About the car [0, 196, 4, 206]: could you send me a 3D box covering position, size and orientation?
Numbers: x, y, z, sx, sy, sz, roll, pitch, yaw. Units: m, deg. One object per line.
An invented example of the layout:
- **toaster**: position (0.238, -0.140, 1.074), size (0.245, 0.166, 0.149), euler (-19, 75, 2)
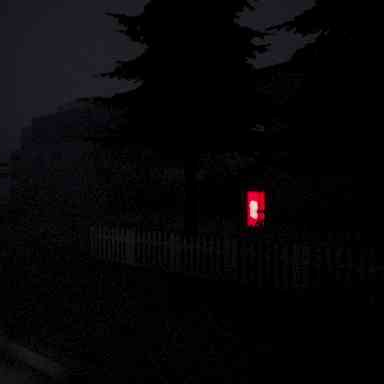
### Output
- **car**: position (-24.138, 1.422, 37.086), size (1.895, 1.301, 4.718), euler (0, 0, 36)

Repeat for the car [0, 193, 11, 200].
- **car**: position (-41.626, 0.990, 74.854), size (4.514, 1.523, 2.007), euler (0, 0, 34)
